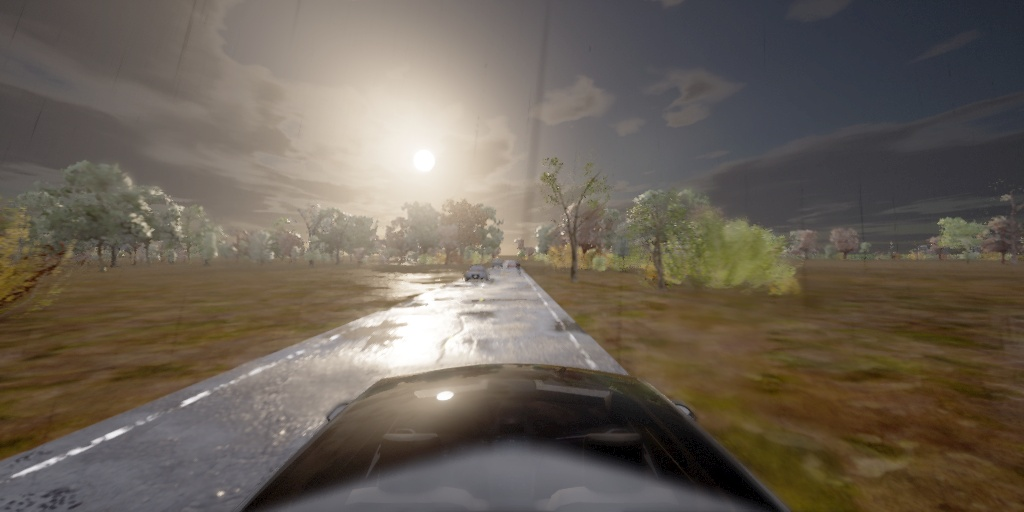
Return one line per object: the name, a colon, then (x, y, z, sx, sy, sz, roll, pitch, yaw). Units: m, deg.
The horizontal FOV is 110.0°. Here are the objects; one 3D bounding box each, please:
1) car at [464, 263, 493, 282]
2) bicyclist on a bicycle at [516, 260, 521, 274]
car: (-3.077, 1.560, 32.233, 1.994, 1.385, 4.181, 0, 0, 0)
bicyclist on a bicycle: (0.834, 1.456, 44.027, 0.659, 1.776, 1.843, 0, 0, 0)
